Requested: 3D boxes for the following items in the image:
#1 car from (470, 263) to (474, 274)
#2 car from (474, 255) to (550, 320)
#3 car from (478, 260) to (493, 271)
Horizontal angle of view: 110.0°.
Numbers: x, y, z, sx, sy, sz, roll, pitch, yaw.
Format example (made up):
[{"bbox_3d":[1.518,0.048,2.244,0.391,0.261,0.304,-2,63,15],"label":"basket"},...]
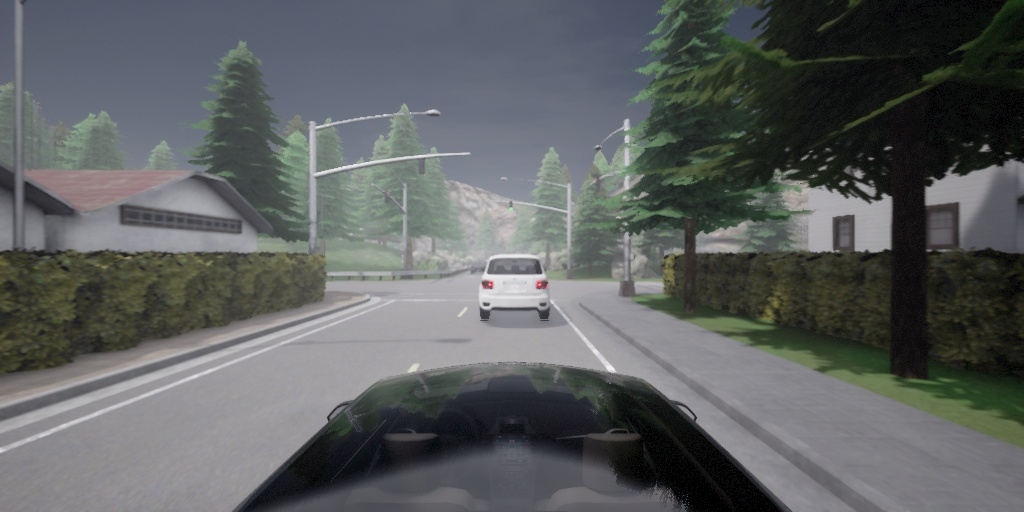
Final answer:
[{"bbox_3d":[-3.626,1.266,40.985,1.837,1.490,4.892,0,0,0],"label":"car"},{"bbox_3d":[0.084,0.975,12.743,2.150,2.045,5.566,0,0,0],"label":"car"},{"bbox_3d":[-3.631,1.290,50.221,1.812,1.442,4.674,0,0,0],"label":"car"}]
